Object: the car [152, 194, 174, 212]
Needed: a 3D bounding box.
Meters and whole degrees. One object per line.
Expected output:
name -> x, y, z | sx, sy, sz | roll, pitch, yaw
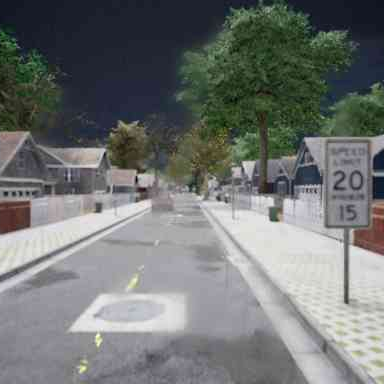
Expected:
car -> -3.013, 1.077, 35.070 | 2.097, 1.767, 4.553 | 0, 0, 0
